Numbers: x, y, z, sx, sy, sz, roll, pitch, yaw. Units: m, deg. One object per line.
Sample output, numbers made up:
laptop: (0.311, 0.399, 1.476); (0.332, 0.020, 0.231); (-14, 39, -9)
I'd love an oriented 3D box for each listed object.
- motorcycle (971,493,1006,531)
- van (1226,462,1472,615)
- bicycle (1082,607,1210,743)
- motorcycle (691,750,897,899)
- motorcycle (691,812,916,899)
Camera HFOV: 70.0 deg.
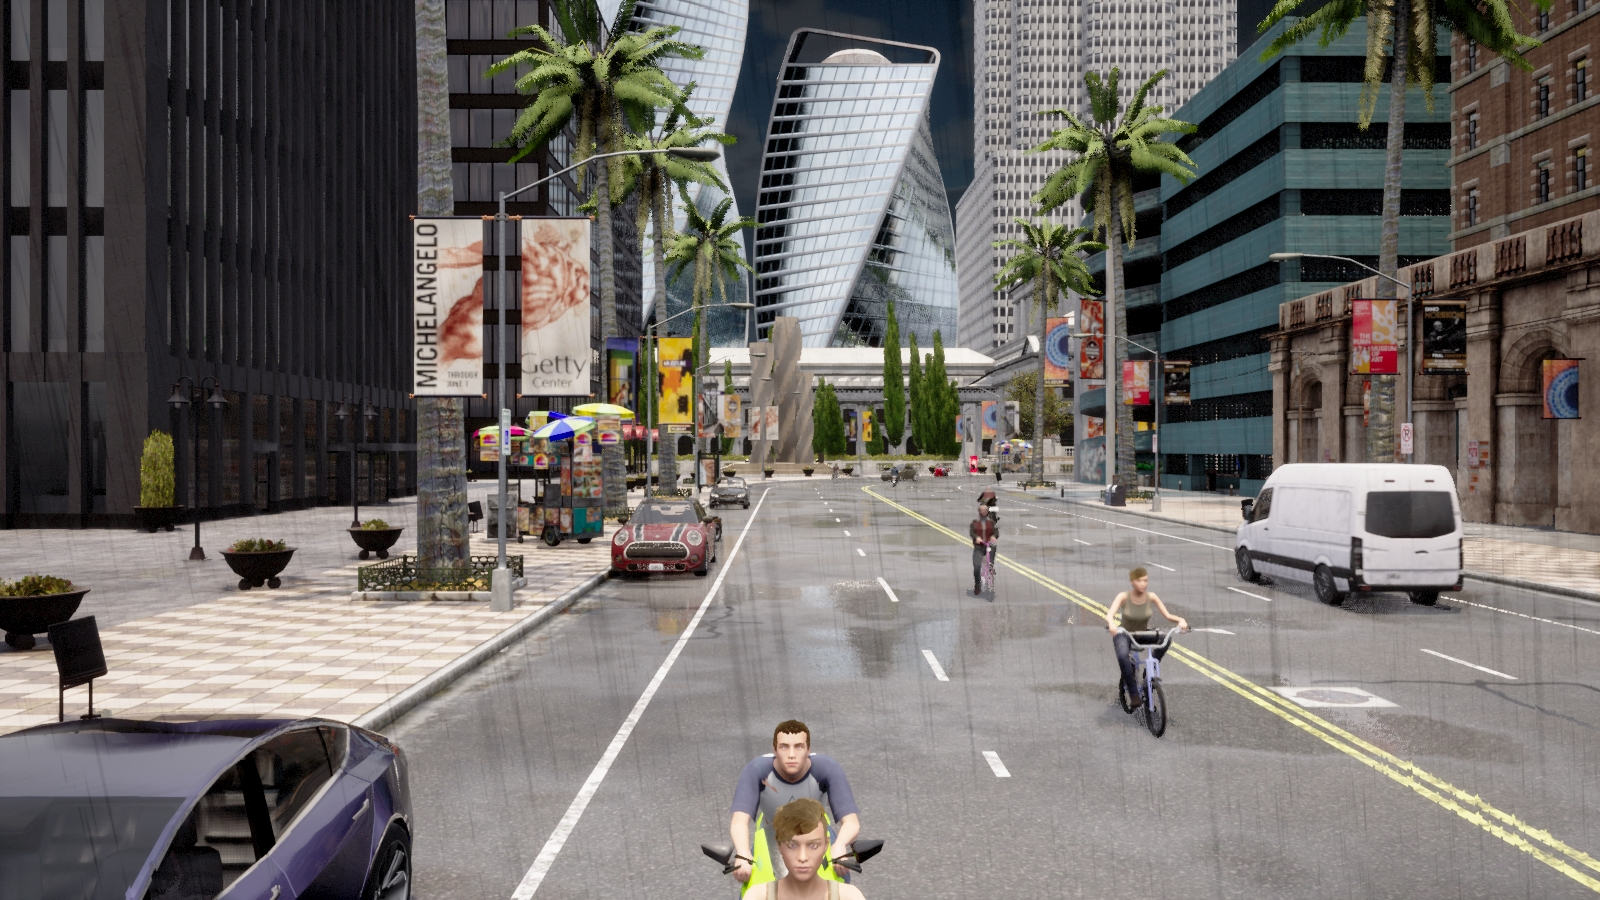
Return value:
motorcycle: (6.827, 2.222, 41.431); (0.867, 1.251, 2.209); (0, 0, -1)
van: (10.504, 1.544, 22.531); (1.988, 2.561, 5.915); (0, 0, 0)
bicycle: (3.500, 2.262, 11.704); (0.859, 1.080, 1.487); (0, 1, 0)
motorcycle: (-0.023, 2.223, 5.442); (0.803, 1.145, 2.033); (-1, -3, 0)
motorcycle: (0.014, 2.175, 3.553); (0.764, 1.277, 2.356); (0, 2, 0)
